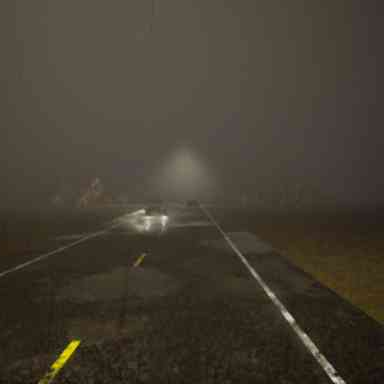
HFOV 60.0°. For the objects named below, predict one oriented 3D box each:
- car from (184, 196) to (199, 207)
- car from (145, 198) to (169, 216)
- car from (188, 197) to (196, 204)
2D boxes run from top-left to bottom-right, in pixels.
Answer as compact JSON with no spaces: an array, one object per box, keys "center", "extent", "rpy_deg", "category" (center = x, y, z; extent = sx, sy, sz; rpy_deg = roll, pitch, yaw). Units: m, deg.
[{"center":[0.078,1.751,54.115],"extent":[1.994,1.385,4.181],"rpy_deg":[0,0,0],"category":"car"},{"center":[-3.608,1.471,34.657],"extent":[2.097,1.767,4.553],"rpy_deg":[0,0,0],"category":"car"},{"center":[-0.029,1.773,71.407],"extent":[1.812,1.442,4.674],"rpy_deg":[0,0,0],"category":"car"}]
